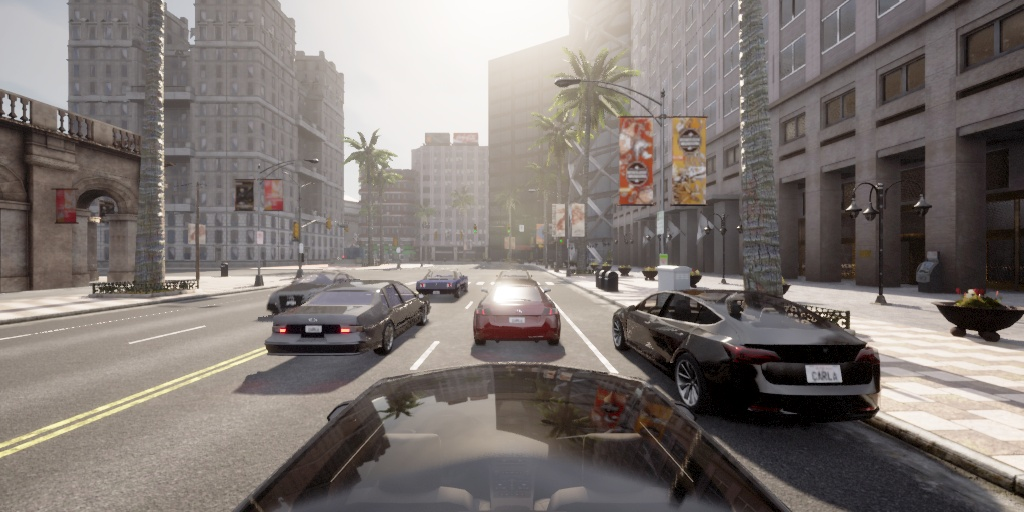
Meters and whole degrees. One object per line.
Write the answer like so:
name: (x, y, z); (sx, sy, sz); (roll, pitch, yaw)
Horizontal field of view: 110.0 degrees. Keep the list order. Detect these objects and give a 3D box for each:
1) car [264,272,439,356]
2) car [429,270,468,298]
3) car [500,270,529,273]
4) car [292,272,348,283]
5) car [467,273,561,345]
car: (-3.395, 1.297, 8.649); (2.033, 1.411, 5.357); (0, 0, 0)
car: (-3.384, 1.351, 18.300); (1.895, 1.301, 4.718); (0, 0, 0)
car: (0.117, 1.351, 18.338); (1.895, 1.301, 4.718); (0, 0, 0)
car: (-7.051, 1.314, 13.446); (1.994, 1.385, 4.181); (0, 0, 0)
car: (0.108, 1.314, 9.529); (1.994, 1.385, 4.181); (0, 0, 0)
